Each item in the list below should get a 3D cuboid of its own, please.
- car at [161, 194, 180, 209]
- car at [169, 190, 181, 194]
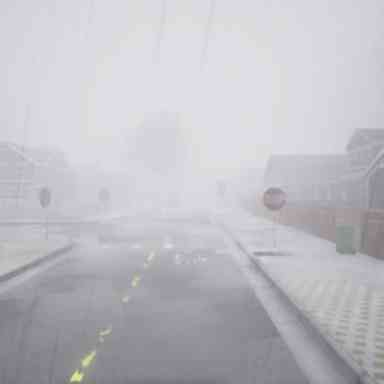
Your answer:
[{"bbox_3d":[-2.746,1.304,41.725,2.033,1.411,5.357,0,0,0],"label":"car"},{"bbox_3d":[-3.565,0.664,67.311,2.150,2.045,5.566,0,0,-6],"label":"car"}]
